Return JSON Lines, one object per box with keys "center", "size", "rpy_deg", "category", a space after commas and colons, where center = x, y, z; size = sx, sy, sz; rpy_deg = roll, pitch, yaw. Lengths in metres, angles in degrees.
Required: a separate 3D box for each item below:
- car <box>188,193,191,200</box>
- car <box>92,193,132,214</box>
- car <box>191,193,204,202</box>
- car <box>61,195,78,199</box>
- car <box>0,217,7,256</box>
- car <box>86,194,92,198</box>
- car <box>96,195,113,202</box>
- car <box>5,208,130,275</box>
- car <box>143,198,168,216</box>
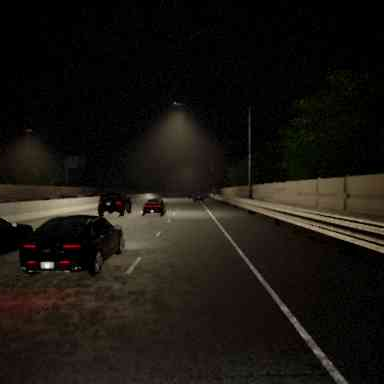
{"center": [0.072, 0.924, 82.032], "size": [2.097, 1.767, 4.553], "rpy_deg": [0, 0, 0], "category": "car"}
{"center": [-6.874, 1.081, 30.031], "size": [2.150, 2.045, 5.566], "rpy_deg": [0, 0, 0], "category": "car"}
{"center": [1.281, 1.102, 64.788], "size": [2.097, 1.767, 4.553], "rpy_deg": [0, 0, 0], "category": "car"}
{"center": [-24.442, 1.277, 66.469], "size": [2.033, 1.411, 5.357], "rpy_deg": [0, 0, 0], "category": "car"}
{"center": [-6.891, 1.428, 10.528], "size": [1.882, 1.535, 5.008], "rpy_deg": [0, 0, 0], "category": "car"}
{"center": [-20.939, 1.210, 70.142], "size": [1.837, 1.490, 4.892], "rpy_deg": [0, 0, 0], "category": "car"}
{"center": [-17.443, 1.278, 66.474], "size": [2.033, 1.411, 5.357], "rpy_deg": [0, 0, 0], "category": "car"}
{"center": [-3.391, 1.457, 10.227], "size": [1.837, 1.490, 4.892], "rpy_deg": [0, 0, 0], "category": "car"}
{"center": [-3.374, 1.362, 30.630], "size": [1.837, 1.490, 4.892], "rpy_deg": [0, 0, 0], "category": "car"}
